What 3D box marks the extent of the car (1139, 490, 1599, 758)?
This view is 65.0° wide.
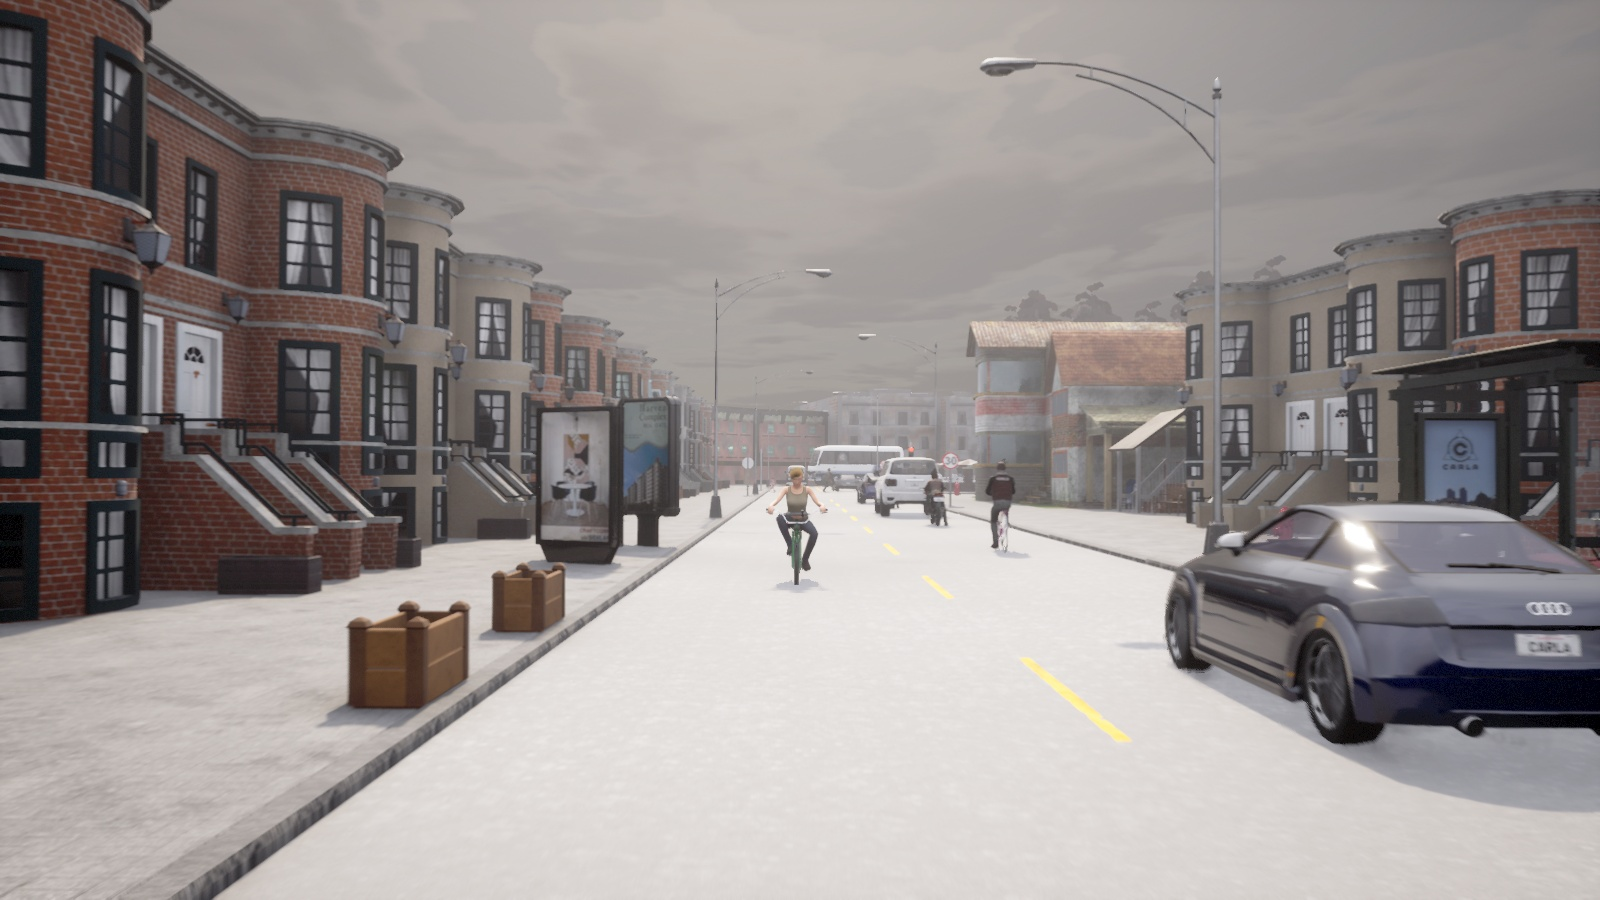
[{"bbox_3d":[3.980,1.012,8.918,1.994,1.385,4.181,0,-1,0],"label":"car"}]

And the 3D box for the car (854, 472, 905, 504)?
[{"bbox_3d":[3.852,1.830,61.578,2.163,1.488,4.792,0,-1,0],"label":"car"}]

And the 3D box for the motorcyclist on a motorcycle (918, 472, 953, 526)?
[{"bbox_3d":[3.914,1.391,36.405,0.797,1.523,2.044,0,-1,0],"label":"motorcyclist on a motorcycle"}]

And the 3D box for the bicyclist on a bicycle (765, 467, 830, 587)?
[{"bbox_3d":[-0.036,1.046,17.585,0.866,1.612,1.509,0,-1,0],"label":"bicyclist on a bicycle"}]

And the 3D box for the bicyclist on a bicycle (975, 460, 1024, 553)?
[{"bbox_3d":[3.941,1.086,24.889,0.659,1.776,1.843,0,0,0],"label":"bicyclist on a bicycle"}]

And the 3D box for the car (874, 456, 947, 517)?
[{"bbox_3d":[3.892,1.276,45.293,2.150,2.045,5.566,0,-1,0],"label":"car"}]
